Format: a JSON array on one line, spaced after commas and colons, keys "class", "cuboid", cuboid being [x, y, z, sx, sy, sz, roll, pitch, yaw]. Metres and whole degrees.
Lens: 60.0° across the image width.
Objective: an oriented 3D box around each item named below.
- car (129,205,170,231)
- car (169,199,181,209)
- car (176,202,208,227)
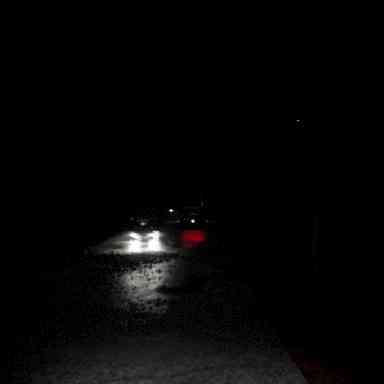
[{"class": "car", "cuboid": [-2.889, 1.629, 21.971, 2.128, 1.511, 4.902, 0, -1, 0]}, {"class": "car", "cuboid": [-3.072, 2.286, 63.495, 2.150, 2.045, 5.566, 0, -2, 0]}, {"class": "car", "cuboid": [0.053, 1.666, 23.946, 1.837, 1.490, 4.892, 0, -1, 0]}]
